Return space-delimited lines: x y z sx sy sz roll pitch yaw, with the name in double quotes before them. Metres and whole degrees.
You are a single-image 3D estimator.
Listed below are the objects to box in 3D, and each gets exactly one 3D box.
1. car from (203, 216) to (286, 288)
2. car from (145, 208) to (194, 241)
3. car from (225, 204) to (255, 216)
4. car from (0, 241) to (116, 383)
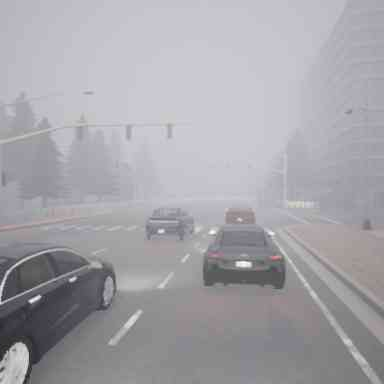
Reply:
"car" 1.426 1.606 9.481 1.994 1.385 4.181 0 0 7
"car" -1.027 1.552 17.273 2.128 1.511 4.902 0 0 8
"car" 3.339 1.584 23.046 1.882 1.535 5.008 0 0 8
"car" -2.648 1.513 5.004 1.837 1.490 4.892 0 0 6
